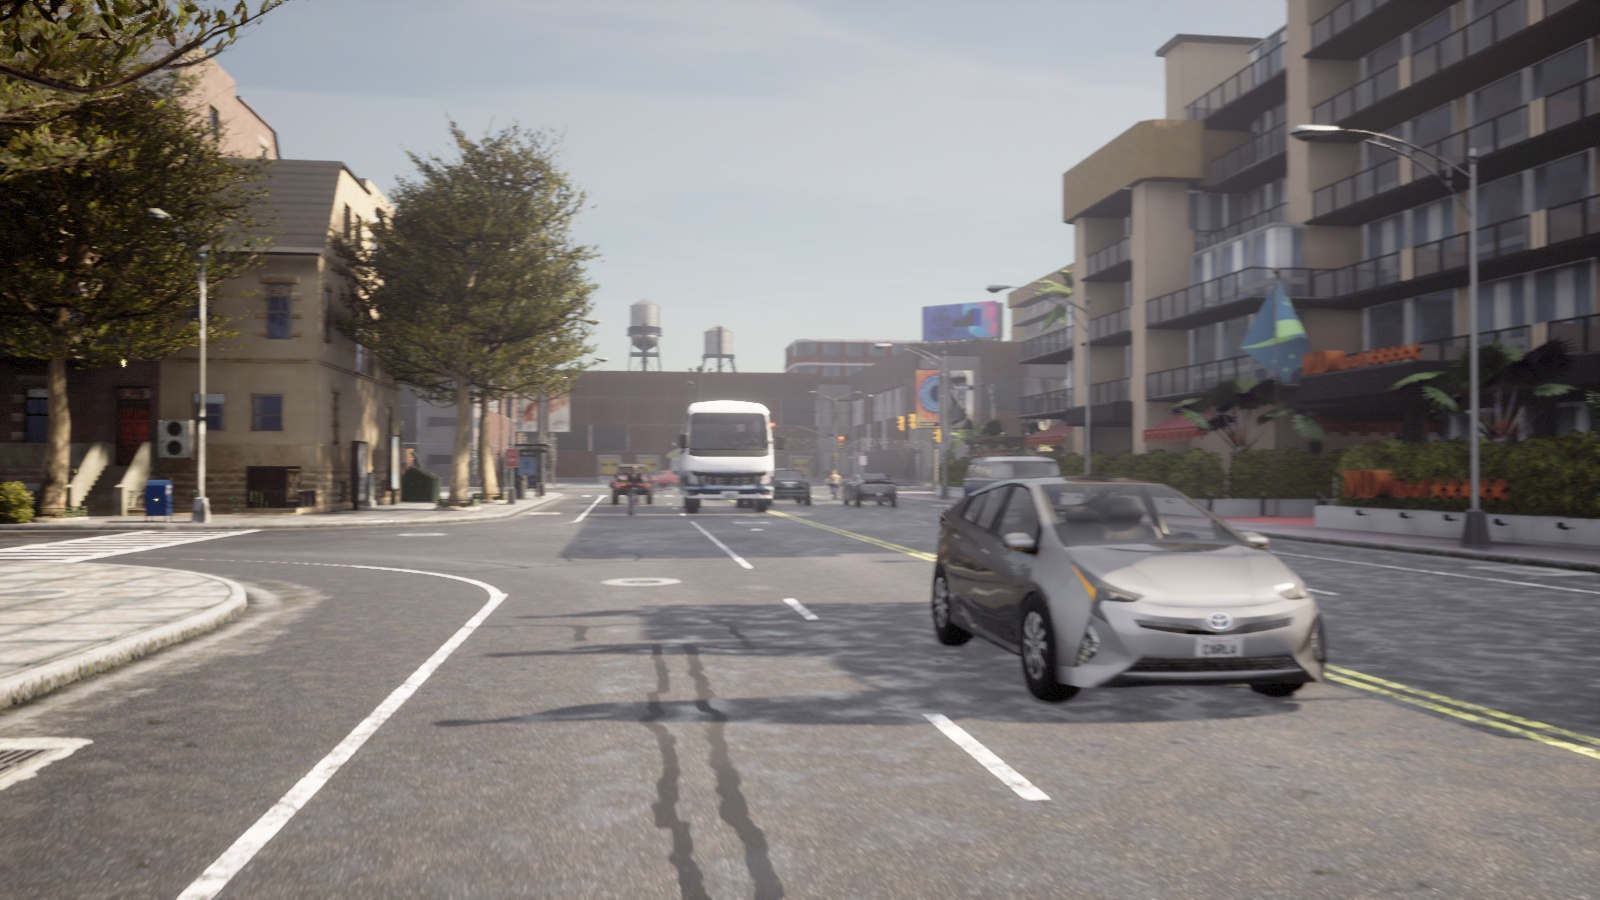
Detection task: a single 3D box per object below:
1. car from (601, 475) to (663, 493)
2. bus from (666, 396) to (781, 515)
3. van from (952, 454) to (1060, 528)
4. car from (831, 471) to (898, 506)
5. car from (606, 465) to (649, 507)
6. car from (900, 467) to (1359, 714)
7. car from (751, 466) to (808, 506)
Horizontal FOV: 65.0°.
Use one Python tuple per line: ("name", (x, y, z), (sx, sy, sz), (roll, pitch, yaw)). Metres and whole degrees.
("car", (-12.881, 2.619, 96.369), (4.718, 1.301, 1.895), (0, -1, -8))
("bus", (-3.315, 0.309, 50.525), (3.944, 4.253, 10.273), (0, -1, -7))
("van", (5.772, 1.131, 35.760), (1.775, 1.987, 4.442), (0, -1, -8))
("car", (2.851, 1.703, 56.530), (2.128, 1.511, 4.902), (0, -1, -8))
("car", (-8.058, 1.650, 58.702), (1.905, 1.878, 3.866), (0, -1, -8))
("car", (2.298, 0.918, 10.223), (2.007, 1.525, 4.514), (0, -1, -8))
("car", (-1.014, 1.670, 58.880), (2.097, 1.767, 4.553), (0, -1, -8))
